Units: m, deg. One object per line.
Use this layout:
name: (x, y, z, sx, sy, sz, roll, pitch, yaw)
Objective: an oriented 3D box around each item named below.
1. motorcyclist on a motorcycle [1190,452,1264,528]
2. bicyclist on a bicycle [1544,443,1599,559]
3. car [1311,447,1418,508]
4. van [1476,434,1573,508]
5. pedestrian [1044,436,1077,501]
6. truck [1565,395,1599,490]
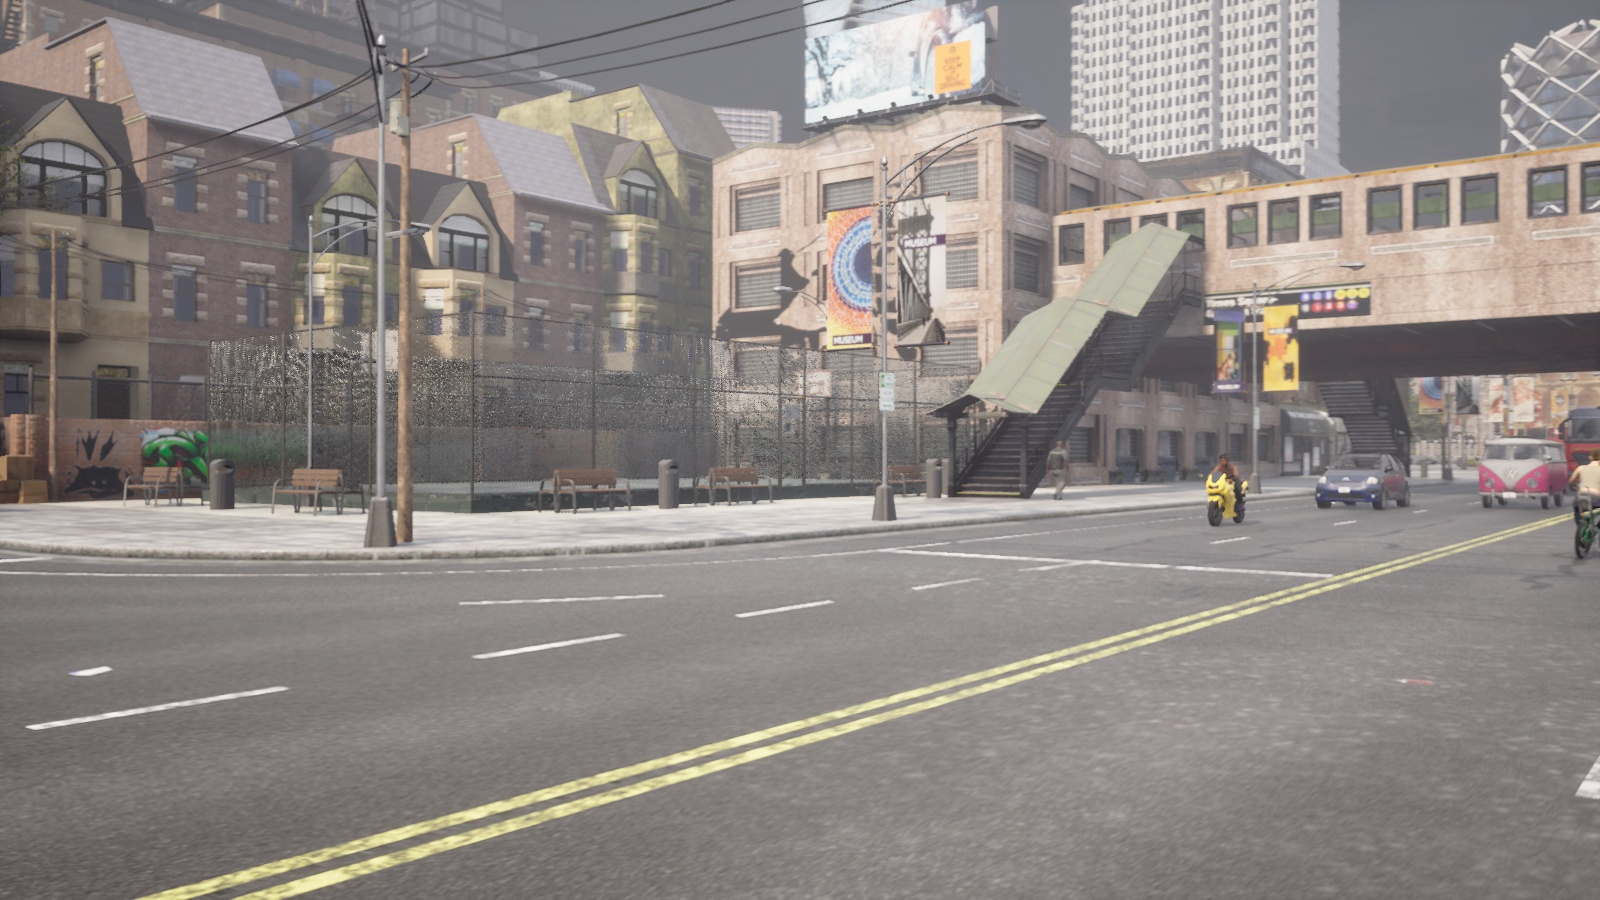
motorcyclist on a motorcycle: (9.042, 0.811, 26.544, 0.797, 1.523, 2.044, -1, 0, 39)
bicyclist on a bicycle: (11.661, 0.722, 18.322, 1.509, 1.612, 0.866, 0, 2, -39)
car: (16.024, 0.743, 35.576, 1.851, 1.617, 3.988, 0, 0, 38)
van: (20.837, 0.584, 36.031, 1.775, 1.987, 4.442, 0, 0, 38)
pedestrian: (7.667, 0.537, 36.960, 0.849, 1.883, 0.563, 0, 0, -44)
truck: (35.244, -0.305, 54.120, 2.891, 3.827, 8.468, 0, 0, 38)
